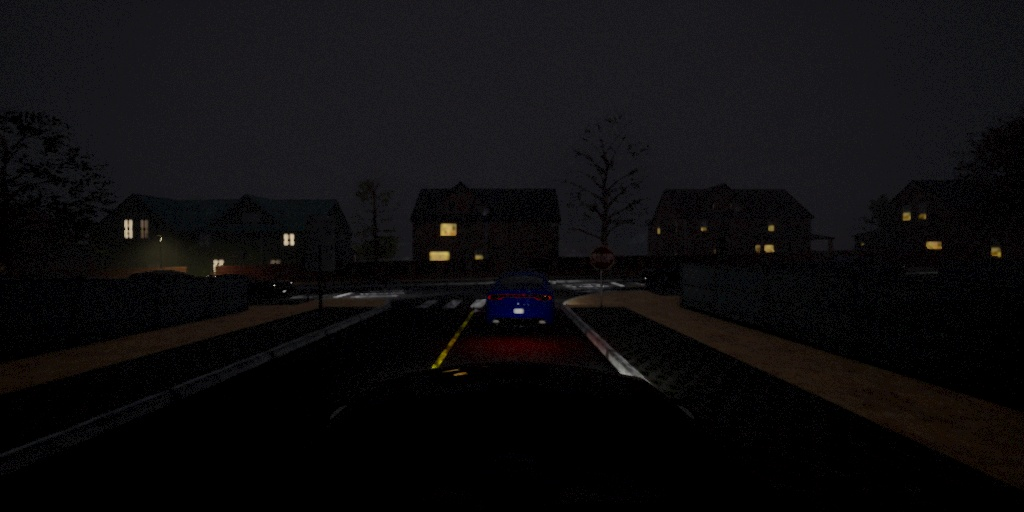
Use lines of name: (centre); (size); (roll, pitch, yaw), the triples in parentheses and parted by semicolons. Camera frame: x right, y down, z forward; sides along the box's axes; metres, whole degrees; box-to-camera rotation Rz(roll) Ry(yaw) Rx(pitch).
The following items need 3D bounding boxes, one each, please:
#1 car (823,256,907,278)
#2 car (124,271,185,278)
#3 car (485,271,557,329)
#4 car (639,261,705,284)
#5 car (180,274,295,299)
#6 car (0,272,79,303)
car: (21.024, 0.693, 22.169); (5.357, 1.411, 2.033); (-1, 1, 0)
car: (-22.350, 1.673, 22.135); (4.892, 1.490, 1.837); (-1, 1, 0)
car: (0.380, 1.208, 11.338); (1.882, 1.535, 5.008); (0, 0, 5)
car: (10.403, 0.997, 22.125); (4.718, 1.301, 1.895); (-1, 1, -1)
car: (-14.372, 1.631, 19.179); (4.718, 1.301, 1.895); (-1, 1, 0)
car: (-24.931, 1.632, 19.171); (4.553, 1.767, 2.097); (-1, 1, 0)
